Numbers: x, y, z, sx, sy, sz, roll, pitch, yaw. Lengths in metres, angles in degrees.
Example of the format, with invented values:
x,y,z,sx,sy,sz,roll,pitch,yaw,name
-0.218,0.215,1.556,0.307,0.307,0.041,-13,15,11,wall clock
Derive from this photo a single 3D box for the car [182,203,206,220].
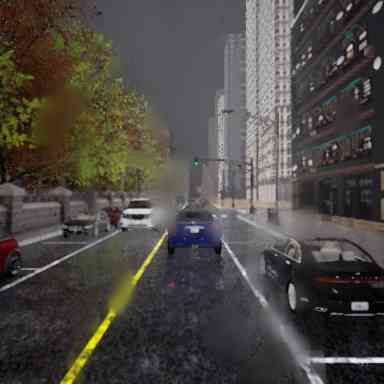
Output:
x,y,z,sx,sy,sz,roll,pitch,yaw,name
0.295,1.819,31.347,1.994,1.385,4.181,0,0,4,car

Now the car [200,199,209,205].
x,y,z,sx,sy,sz,roll,pitch,yaw,name
2.705,2.188,73.310,1.947,1.339,4.313,0,-1,0,car

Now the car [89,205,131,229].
x,y,z,sx,sy,sz,roll,pitch,yaw,name
-5.813,1.740,24.130,1.887,1.381,4.507,0,0,0,car

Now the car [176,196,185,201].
x,y,z,sx,sy,sz,roll,pitch,yaw,name
-2.986,1.954,84.761,2.150,2.045,5.566,0,-1,0,car

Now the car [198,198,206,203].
x,y,z,sx,sy,sz,roll,pitch,yaw,name
2.708,2.324,90.208,1.887,1.381,4.507,0,-1,0,car

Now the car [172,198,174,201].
x,y,z,sx,sy,sz,roll,pitch,yaw,name
-5.674,2.115,78.945,1.967,1.590,4.097,0,-1,0,car

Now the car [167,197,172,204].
x,y,z,sx,sy,sz,roll,pitch,yaw,name
-5.677,2.154,67.679,1.802,1.307,4.206,0,-1,0,car

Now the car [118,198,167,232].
x,y,z,sx,sy,sz,roll,pitch,yaw,name
-3.078,1.395,21.591,2.150,2.045,5.566,0,0,0,car

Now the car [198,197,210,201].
x,y,z,sx,sy,sz,roll,pitch,yaw,name
2.702,2.087,62.046,1.947,1.339,4.313,0,-1,0,car

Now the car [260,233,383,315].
x,y,z,sx,sy,sz,roll,pitch,yaw,name
2.693,1.611,7.516,2.008,1.369,4.403,0,0,0,car

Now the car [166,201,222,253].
x,y,z,sx,sy,sz,roll,pitch,yaw,name
0.101,1.468,14.432,2.097,1.767,4.553,0,0,0,car

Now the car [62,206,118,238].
x,y,z,sx,sy,sz,roll,pitch,yaw,name
-5.763,1.701,18.590,2.008,1.369,4.403,0,0,0,car

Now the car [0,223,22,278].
x,y,z,sx,sy,sz,roll,pitch,yaw,name
-5.687,1.502,7.516,1.967,1.590,4.097,0,0,0,car

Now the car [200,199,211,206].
x,y,z,sx,sy,sz,roll,pitch,yaw,name
2.704,2.137,67.678,1.947,1.339,4.313,0,-1,0,car

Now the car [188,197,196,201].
x,y,z,sx,sy,sz,roll,pitch,yaw,name
0.015,2.111,88.817,2.097,1.767,4.553,0,-1,0,car

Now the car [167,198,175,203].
x,y,z,sx,sy,sz,roll,pitch,yaw,name
-5.672,2.304,90.039,1.752,1.417,4.829,0,-1,0,car
